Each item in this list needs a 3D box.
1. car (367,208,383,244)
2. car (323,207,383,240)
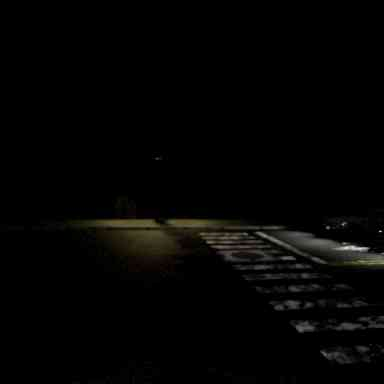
[{"bbox_3d":[10.011,1.580,13.352,4.892,1.490,1.837,1,2,-8],"label":"car"},{"bbox_3d":[8.873,1.470,16.452,4.674,1.442,1.812,1,2,-10],"label":"car"}]
